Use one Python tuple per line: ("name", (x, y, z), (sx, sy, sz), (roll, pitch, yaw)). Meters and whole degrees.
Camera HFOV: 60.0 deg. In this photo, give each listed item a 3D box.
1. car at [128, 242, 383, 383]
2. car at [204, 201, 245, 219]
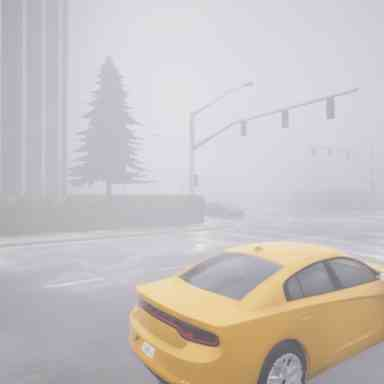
("car", (1.562, 1.493, 4.919), (5.008, 1.535, 1.882), (0, 0, -35))
("car", (2.659, 1.593, 30.025), (1.882, 1.535, 5.008), (0, 1, -35))
